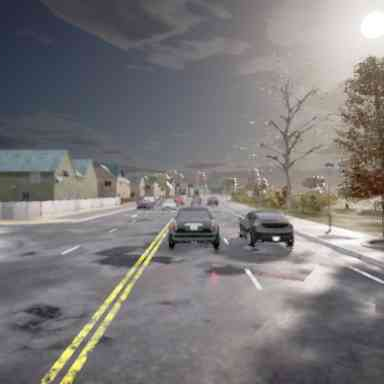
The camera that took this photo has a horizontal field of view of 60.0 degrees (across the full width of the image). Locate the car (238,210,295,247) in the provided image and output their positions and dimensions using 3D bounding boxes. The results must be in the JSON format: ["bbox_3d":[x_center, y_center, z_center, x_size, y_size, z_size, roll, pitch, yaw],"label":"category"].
[{"bbox_3d":[3.335,1.601,15.569,1.837,1.490,4.892,0,0,0],"label":"car"}]

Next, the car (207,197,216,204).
[{"bbox_3d":[4.404,1.856,73.912,1.895,1.301,4.718,0,0,3],"label":"car"}]

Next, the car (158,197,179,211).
[{"bbox_3d":[-3.146,1.797,45.995,1.812,1.442,4.674,0,0,1],"label":"car"}]

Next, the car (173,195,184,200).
[{"bbox_3d":[-2.640,1.580,62.198,2.150,2.045,5.566,0,0,3],"label":"car"}]

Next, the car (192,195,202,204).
[{"bbox_3d":[1.154,1.620,74.013,2.097,1.767,4.553,0,0,3],"label":"car"}]

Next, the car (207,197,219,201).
[{"bbox_3d":[4.026,1.712,63.952,2.097,1.767,4.553,0,0,3],"label":"car"}]

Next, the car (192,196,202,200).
[{"bbox_3d":[0.775,1.911,64.012,2.033,1.411,5.357,0,0,3],"label":"car"}]

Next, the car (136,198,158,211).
[{"bbox_3d":[-6.403,1.821,45.993,2.033,1.411,5.357,0,0,1],"label":"car"}]

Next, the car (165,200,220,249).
[{"bbox_3d":[0.083,1.446,15.243,2.097,1.767,4.553,0,0,0],"label":"car"}]
